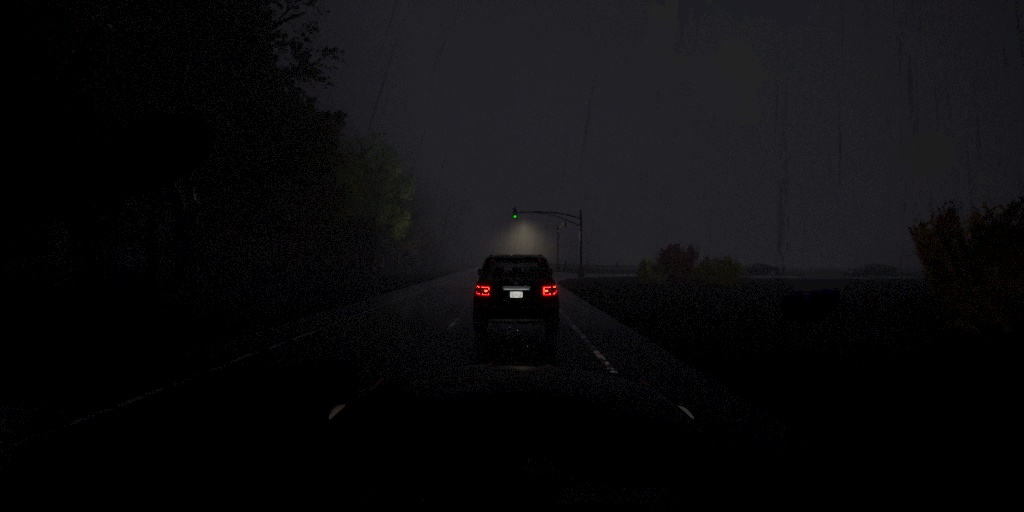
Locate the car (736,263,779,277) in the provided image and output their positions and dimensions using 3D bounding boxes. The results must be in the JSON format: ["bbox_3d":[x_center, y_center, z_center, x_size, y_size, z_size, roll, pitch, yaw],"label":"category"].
[{"bbox_3d":[28.491,1.597,42.138,5.008,1.535,1.882,1,-1,0],"label":"car"}]

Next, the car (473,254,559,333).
[{"bbox_3d":[0.105,0.974,10.867,2.150,2.045,5.566,0,0,0],"label":"car"}]

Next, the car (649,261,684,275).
[{"bbox_3d":[17.770,1.355,42.227,4.553,1.767,2.097,1,-1,1],"label":"car"}]

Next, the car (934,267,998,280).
[{"bbox_3d":[48.530,1.826,38.443,5.357,1.411,2.033,1,-1,0],"label":"car"}]

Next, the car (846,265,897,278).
[{"bbox_3d":[42.133,1.756,42.058,4.902,1.511,2.128,0,-1,0],"label":"car"}]
